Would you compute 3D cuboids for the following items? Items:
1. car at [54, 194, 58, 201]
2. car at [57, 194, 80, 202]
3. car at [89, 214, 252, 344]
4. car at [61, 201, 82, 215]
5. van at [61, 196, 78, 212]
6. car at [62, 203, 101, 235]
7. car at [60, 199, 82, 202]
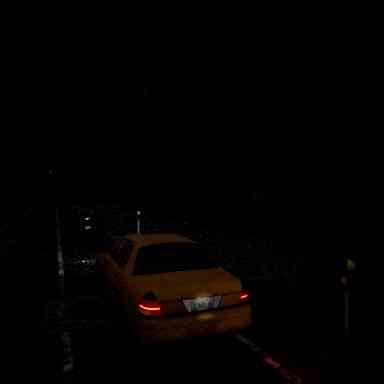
[{"bbox_3d":[-31.408,1.471,79.659,1.967,1.590,4.097,0,0,-24],"label":"car"},{"bbox_3d":[-12.362,1.317,34.063,2.192,1.841,5.009,0,0,-22],"label":"car"},{"bbox_3d":[-0.834,1.457,6.777,1.801,1.575,5.366,0,0,-22],"label":"car"},{"bbox_3d":[-8.163,1.552,23.844,2.008,1.369,4.403,0,0,-22],"label":"car"},{"bbox_3d":[-14.461,1.343,39.172,1.690,1.788,3.998,0,0,-22],"label":"van"},{"bbox_3d":[-6.063,1.552,18.735,2.008,1.369,4.403,0,0,-22],"label":"car"},{"bbox_3d":[-10.262,1.567,28.953,1.947,1.339,4.313,0,0,-22],"label":"car"}]
